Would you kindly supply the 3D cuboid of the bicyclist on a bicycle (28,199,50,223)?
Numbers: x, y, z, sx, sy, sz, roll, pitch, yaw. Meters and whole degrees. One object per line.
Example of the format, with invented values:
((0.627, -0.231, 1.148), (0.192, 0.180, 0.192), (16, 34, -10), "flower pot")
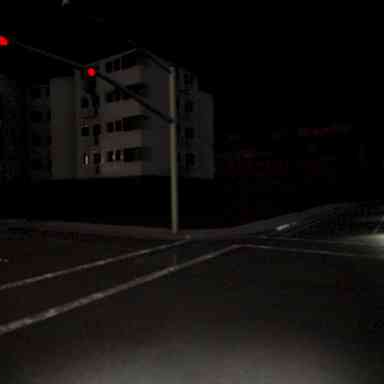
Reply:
((-10.642, 1.310, 23.166), (0.582, 1.620, 1.656), (-1, 1, 33), "bicyclist on a bicycle")
